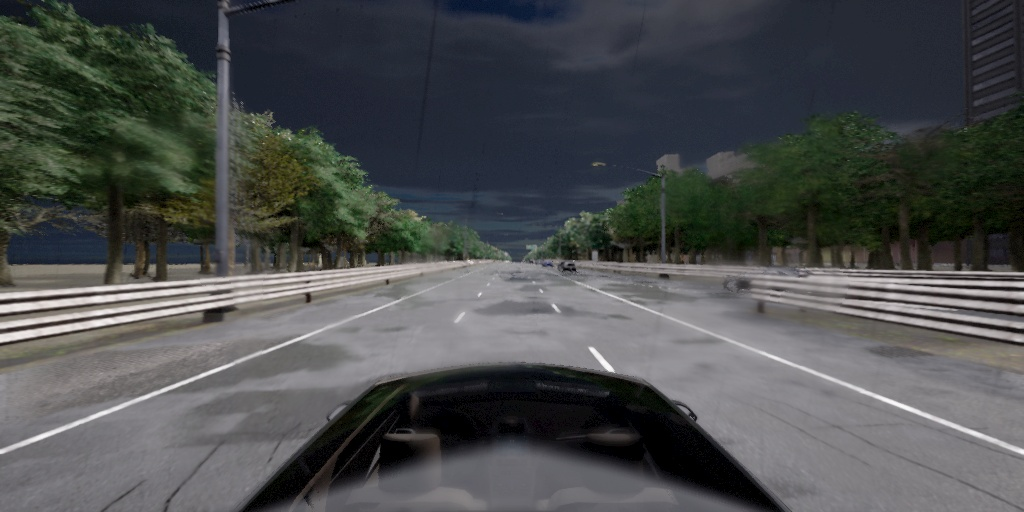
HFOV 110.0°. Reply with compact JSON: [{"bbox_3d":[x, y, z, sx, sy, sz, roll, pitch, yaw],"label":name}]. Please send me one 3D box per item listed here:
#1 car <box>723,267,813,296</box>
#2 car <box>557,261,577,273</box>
[{"bbox_3d":[13.669,1.348,18.975,2.128,1.511,4.902,0,-1,-19],"label":"car"},{"bbox_3d":[7.299,1.425,47.854,1.837,1.490,4.892,0,0,-3],"label":"car"}]
